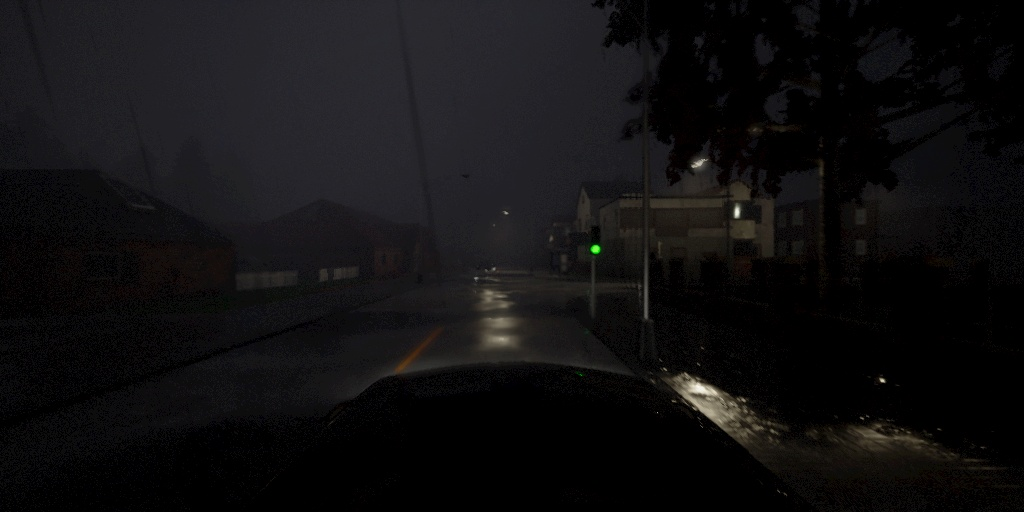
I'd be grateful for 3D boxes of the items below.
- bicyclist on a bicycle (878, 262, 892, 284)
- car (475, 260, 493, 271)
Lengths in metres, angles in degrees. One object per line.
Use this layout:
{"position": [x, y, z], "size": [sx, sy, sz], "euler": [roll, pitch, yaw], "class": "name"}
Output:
{"position": [18.638, 1.135, 17.756], "size": [0.582, 1.620, 1.656], "euler": [0, 0, 0], "class": "bicyclist on a bicycle"}
{"position": [-4.070, 1.391, 51.032], "size": [1.812, 1.442, 4.674], "euler": [0, 0, 0], "class": "car"}
